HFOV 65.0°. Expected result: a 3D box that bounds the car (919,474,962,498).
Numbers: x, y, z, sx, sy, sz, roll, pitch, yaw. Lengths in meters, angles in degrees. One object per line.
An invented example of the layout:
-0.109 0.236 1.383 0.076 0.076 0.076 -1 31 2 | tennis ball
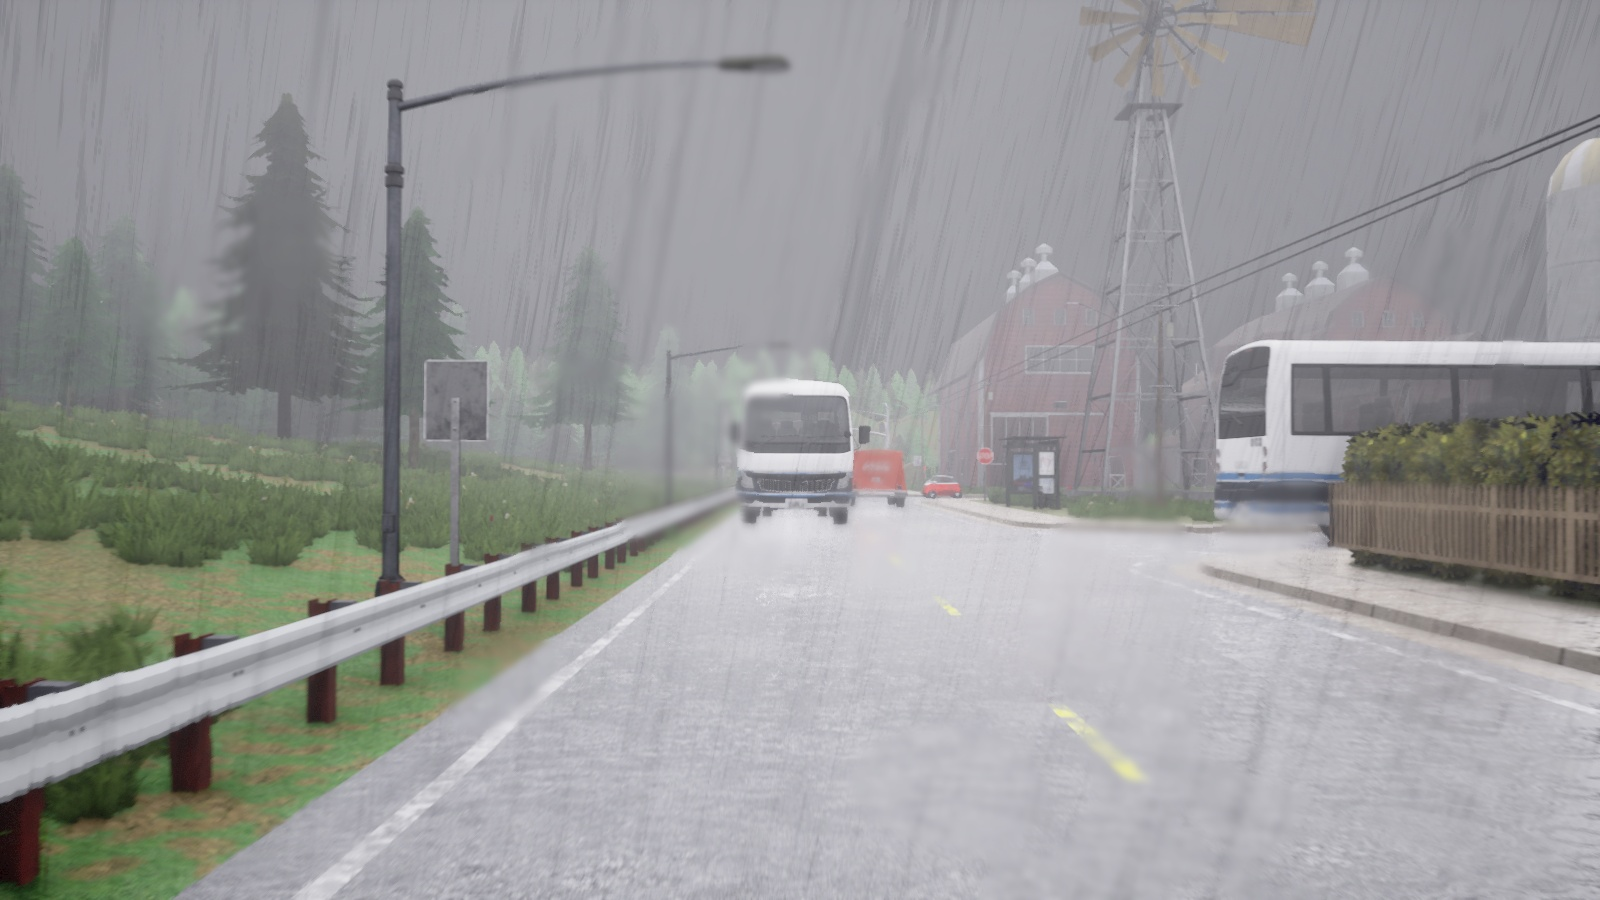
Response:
8.065 2.044 72.084 2.207 1.376 1.481 0 -1 -6 | car

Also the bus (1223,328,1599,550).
14.586 -0.185 26.026 10.273 4.253 3.944 0 -1 0 | bus

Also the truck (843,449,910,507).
3.361 1.256 56.316 2.627 2.467 5.204 0 -1 0 | truck

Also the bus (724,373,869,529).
-0.100 0.100 39.497 3.944 4.253 10.273 0 -1 0 | bus
